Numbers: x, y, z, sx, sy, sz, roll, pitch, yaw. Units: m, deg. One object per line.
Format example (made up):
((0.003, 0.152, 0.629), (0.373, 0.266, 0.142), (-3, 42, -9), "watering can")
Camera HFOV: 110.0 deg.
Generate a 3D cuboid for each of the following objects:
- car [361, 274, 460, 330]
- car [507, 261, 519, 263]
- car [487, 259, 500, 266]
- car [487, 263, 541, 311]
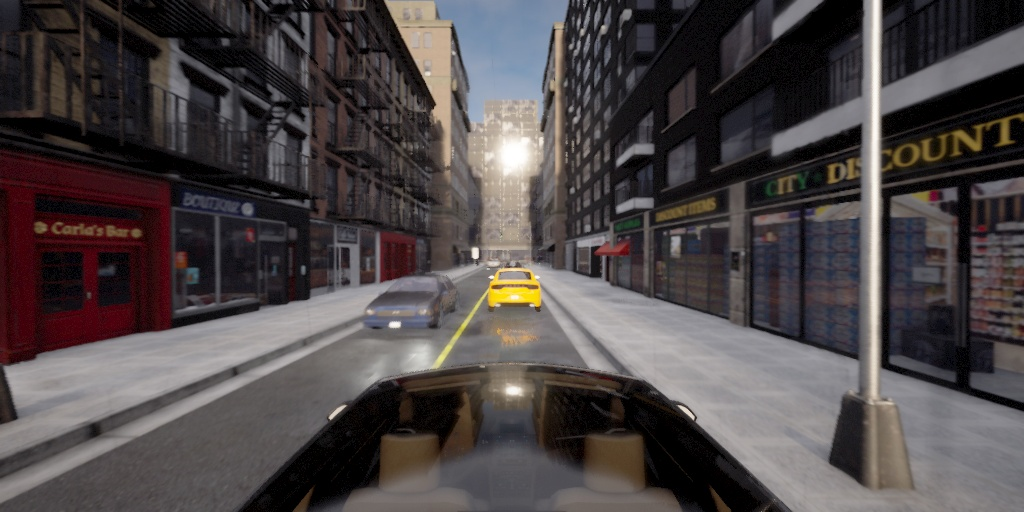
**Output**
((-2.849, 1.292, 11.411), (2.033, 1.411, 5.357), (0, 0, 0), "car")
((0.102, 1.226, 34.791), (1.812, 1.442, 4.674), (0, 0, 0), "car")
((-2.799, 1.154, 55.618), (1.812, 1.442, 4.674), (0, 0, 1), "car")
((0.101, 1.219, 14.469), (1.882, 1.535, 5.008), (0, 0, 0), "car")
